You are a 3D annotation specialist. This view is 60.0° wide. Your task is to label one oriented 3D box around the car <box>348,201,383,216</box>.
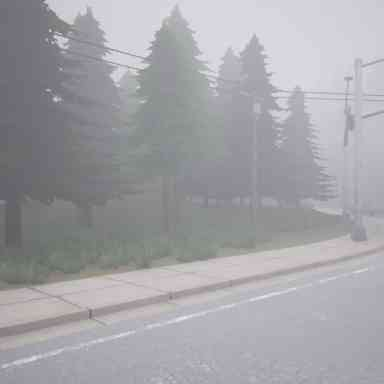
[{"bbox_3d":[17.269,1.601,32.381,1.895,1.301,4.718,0,0,-5],"label":"car"}]
